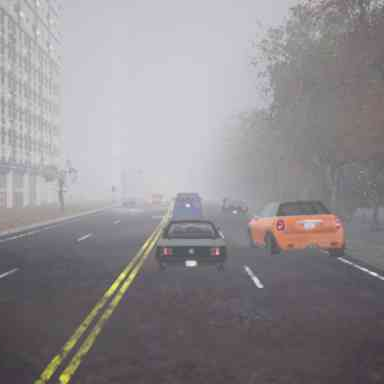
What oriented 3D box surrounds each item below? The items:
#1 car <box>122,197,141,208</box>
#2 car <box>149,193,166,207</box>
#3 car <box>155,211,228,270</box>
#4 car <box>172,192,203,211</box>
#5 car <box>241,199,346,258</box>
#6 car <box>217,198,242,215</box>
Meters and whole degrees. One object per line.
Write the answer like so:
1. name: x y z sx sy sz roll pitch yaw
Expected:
1. car: -7.605 1.268 41.882 1.895 1.301 4.718 0 0 -3
2. car: -4.417 1.006 43.277 2.097 1.767 4.553 0 1 -3
3. car: -0.024 1.514 10.674 1.895 1.301 4.718 0 0 0
4. car: -0.342 1.014 25.969 2.150 2.045 5.566 0 1 -1
5. car: 3.213 1.101 11.235 2.097 1.767 4.553 -2 -4 0
6. car: 3.028 1.143 25.786 1.895 1.301 4.718 6 0 -1
